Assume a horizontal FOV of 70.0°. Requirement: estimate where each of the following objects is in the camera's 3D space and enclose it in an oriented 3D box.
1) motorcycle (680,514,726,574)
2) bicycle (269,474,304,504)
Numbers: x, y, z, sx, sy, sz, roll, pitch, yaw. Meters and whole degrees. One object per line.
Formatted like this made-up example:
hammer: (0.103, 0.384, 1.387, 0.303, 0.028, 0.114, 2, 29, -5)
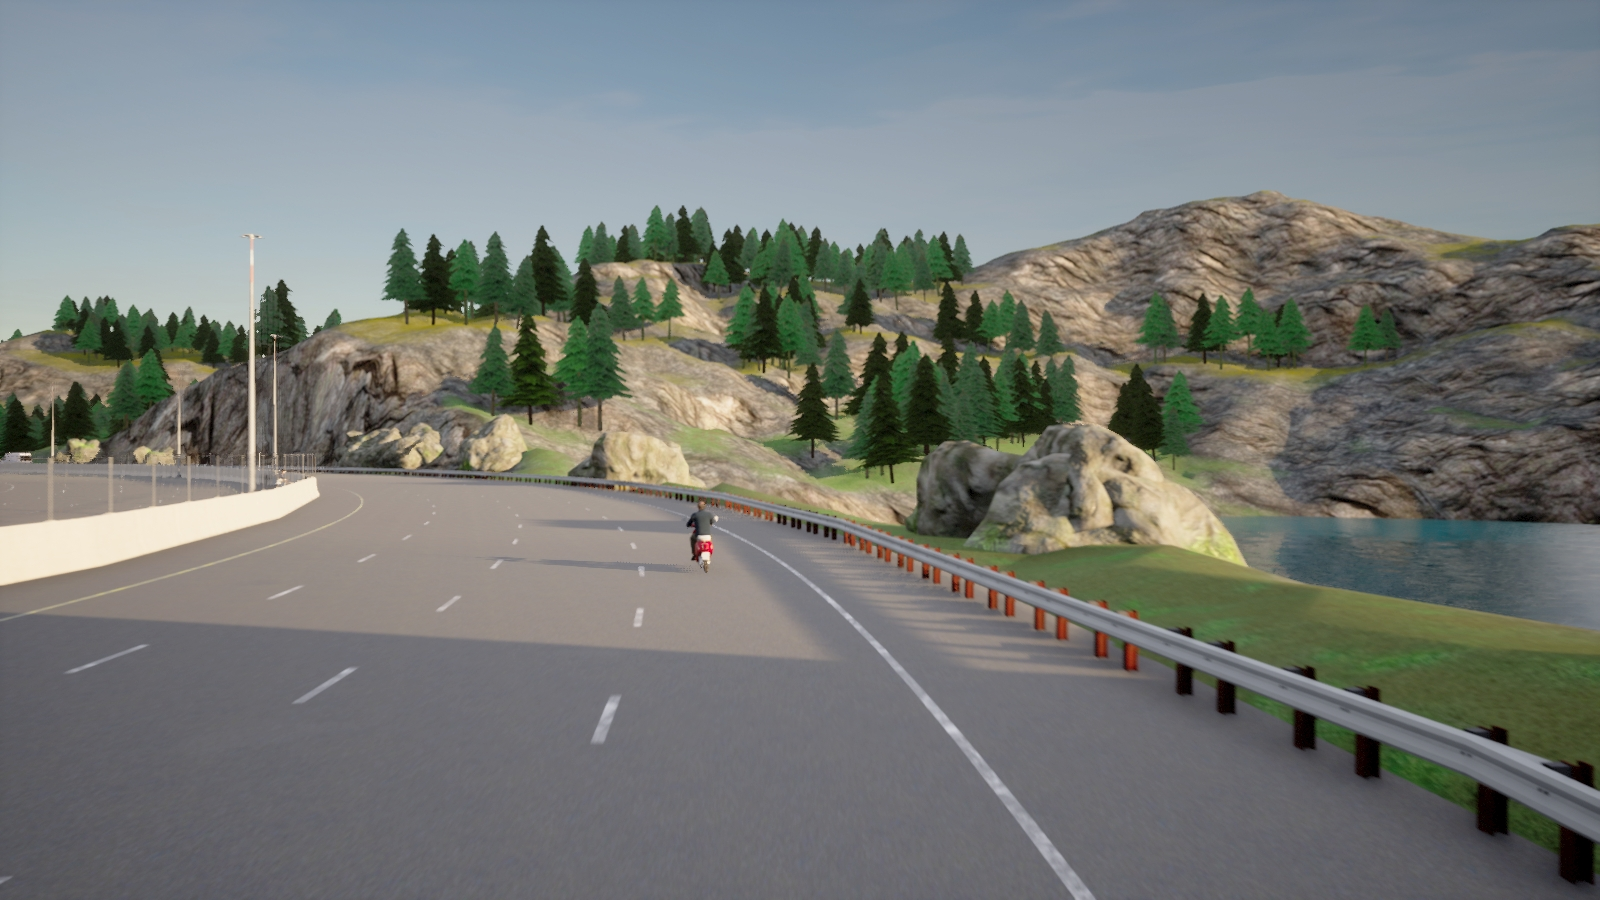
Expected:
motorcycle: (-2.310, 2.198, 27.016, 0.856, 1.236, 1.805, -2, 0, -11)
bicycle: (-27.732, 2.105, 61.721, 1.643, 1.514, 0.373, -2, -3, -18)
